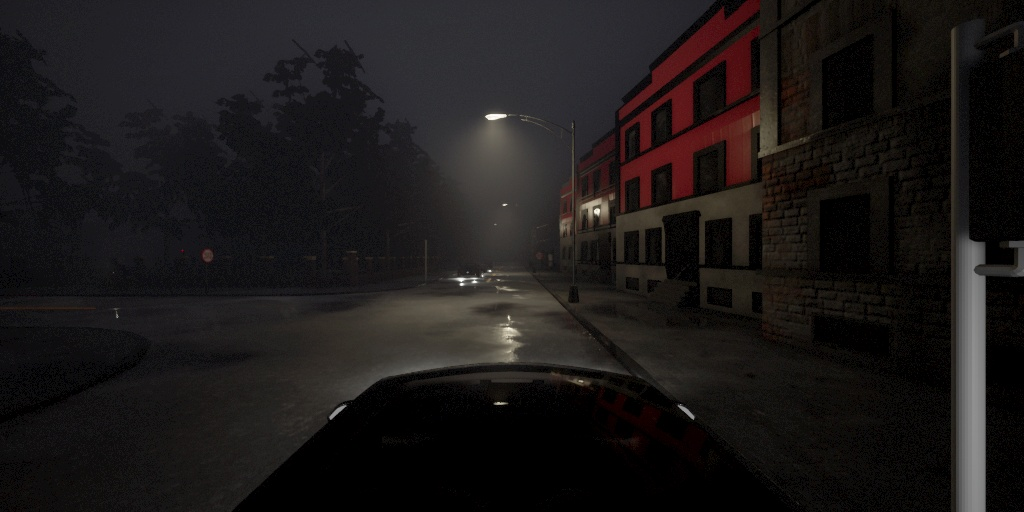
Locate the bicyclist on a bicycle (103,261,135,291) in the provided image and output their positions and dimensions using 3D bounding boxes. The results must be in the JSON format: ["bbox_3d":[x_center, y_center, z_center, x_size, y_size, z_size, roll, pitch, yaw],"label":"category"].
[{"bbox_3d":[-21.814,1.099,19.925,0.582,1.620,1.656,0,0,0],"label":"bicyclist on a bicycle"}]

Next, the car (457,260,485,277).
[{"bbox_3d":[-4.036,1.314,34.647,1.994,1.385,4.181,0,0,0],"label":"car"}]

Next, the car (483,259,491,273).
[{"bbox_3d":[-4.017,1.297,43.939,2.033,1.411,5.357,0,0,0],"label":"car"}]

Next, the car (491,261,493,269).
[{"bbox_3d":[-3.971,1.228,54.351,1.882,1.535,5.008,0,0,0],"label":"car"}]
